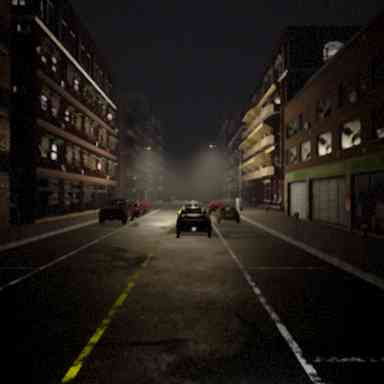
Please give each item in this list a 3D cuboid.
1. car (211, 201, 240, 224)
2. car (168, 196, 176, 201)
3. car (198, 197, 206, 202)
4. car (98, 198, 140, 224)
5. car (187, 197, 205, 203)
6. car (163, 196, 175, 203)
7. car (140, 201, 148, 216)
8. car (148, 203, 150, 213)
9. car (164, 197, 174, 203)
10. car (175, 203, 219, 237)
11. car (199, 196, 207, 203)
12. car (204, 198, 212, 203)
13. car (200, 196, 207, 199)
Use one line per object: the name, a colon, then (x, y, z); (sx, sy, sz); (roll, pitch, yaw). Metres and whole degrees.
car: (2.693, 1.628, 25.905); (1.752, 1.417, 4.829); (0, 0, 0)
car: (-5.685, 1.902, 93.374); (1.887, 1.381, 4.507); (0, 0, 0)
car: (2.695, 1.902, 87.733); (1.947, 1.339, 4.313); (0, 0, 0)
car: (-5.687, 1.417, 25.740); (2.192, 1.841, 5.009); (0, 0, 0)
car: (0.102, 1.701, 39.234); (2.033, 1.411, 5.357); (0, 0, 0)
car: (-5.686, 1.846, 76.464); (2.008, 1.369, 4.403); (0, 0, 0)
car: (-5.687, 1.564, 31.375); (1.967, 1.590, 4.097); (0, 0, 0)
car: (-5.687, 1.691, 37.012); (1.887, 1.381, 4.507); (0, 0, 0)
car: (-5.686, 1.867, 82.101); (2.008, 1.369, 4.403); (0, 0, 0)
car: (0.096, 1.565, 18.371); (2.128, 1.511, 4.902); (0, 0, 0)
car: (2.696, 1.841, 82.267); (1.752, 1.417, 4.829); (0, 0, 0)
car: (2.693, 1.690, 37.007); (1.887, 1.381, 4.507); (0, 0, 0)
car: (2.694, 1.782, 59.552); (2.008, 1.369, 4.403); (0, 0, 0)
